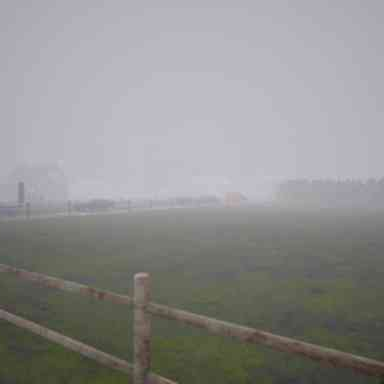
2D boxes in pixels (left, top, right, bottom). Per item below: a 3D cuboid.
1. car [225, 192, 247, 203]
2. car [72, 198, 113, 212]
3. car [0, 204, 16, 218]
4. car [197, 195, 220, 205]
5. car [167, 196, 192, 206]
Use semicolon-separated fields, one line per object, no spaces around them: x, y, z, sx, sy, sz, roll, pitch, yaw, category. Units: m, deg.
8.215;1.022;61.401;2.150;2.045;5.566;-1;0;34;car
-11.302;1.451;38.013;1.882;1.535;5.008;-1;0;35;car
-17.959;1.570;28.277;2.033;1.411;5.357;-1;0;34;car
2.690;1.202;53.260;2.097;1.767;4.553;-1;0;35;car
-1.913;1.391;51.626;2.128;1.511;4.902;-1;0;35;car
